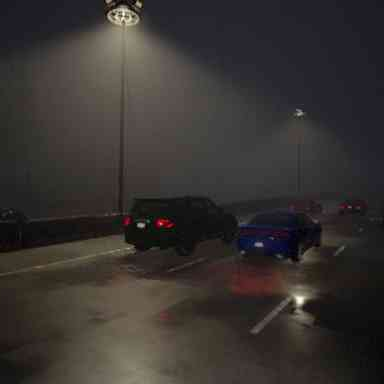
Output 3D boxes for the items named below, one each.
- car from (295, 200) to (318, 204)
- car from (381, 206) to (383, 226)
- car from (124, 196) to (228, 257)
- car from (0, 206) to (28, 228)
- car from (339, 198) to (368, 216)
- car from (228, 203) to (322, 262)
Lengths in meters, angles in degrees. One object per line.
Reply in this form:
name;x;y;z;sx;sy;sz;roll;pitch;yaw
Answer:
car;9.991;1.331;28.988;1.895;1.301;4.718;0;1;33
car;13.100;1.322;20.842;1.837;1.490;4.892;0;1;32
car;-0.201;1.149;12.993;2.150;2.045;5.566;0;0;32
car;-10.713;1.423;16.411;1.837;1.490;4.892;0;0;33
car;13.990;1.258;28.750;2.033;1.411;5.357;0;1;33
car;3.338;1.407;12.036;1.882;1.535;5.008;0;1;33
